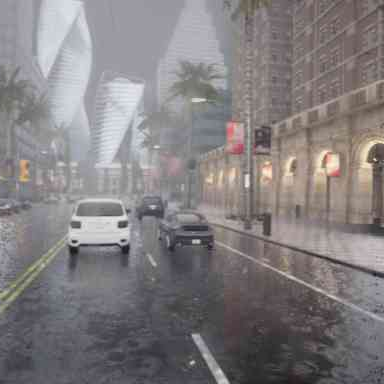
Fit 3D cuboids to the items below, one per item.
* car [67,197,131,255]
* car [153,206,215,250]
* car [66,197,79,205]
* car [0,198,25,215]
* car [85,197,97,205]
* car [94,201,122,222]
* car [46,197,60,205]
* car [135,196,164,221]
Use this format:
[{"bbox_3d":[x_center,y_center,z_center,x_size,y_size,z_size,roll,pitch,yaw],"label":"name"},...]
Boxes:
[{"bbox_3d":[-3.729,1.274,13.799,2.150,2.045,5.566,1,0,-13],"label":"car"},{"bbox_3d":[-0.389,1.615,14.874,1.837,1.490,4.892,1,0,-13],"label":"car"},{"bbox_3d":[-23.745,1.743,66.287,1.994,1.385,4.181,1,0,-14],"label":"car"},{"bbox_3d":[-18.708,1.365,33.139,2.185,1.767,4.553,1,0,-14],"label":"car"},{"bbox_3d":[-20.348,1.765,67.130,2.128,1.511,4.902,1,0,-14],"label":"car"},{"bbox_3d":[-7.213,1.617,28.644,2.128,1.511,4.902,1,0,-13],"label":"car"},{"bbox_3d":[-25.774,1.616,61.651,2.231,1.521,4.892,1,0,-14],"label":"car"},{"bbox_3d":[-3.734,1.389,29.157,2.150,2.045,5.566,1,0,-13],"label":"car"}]
